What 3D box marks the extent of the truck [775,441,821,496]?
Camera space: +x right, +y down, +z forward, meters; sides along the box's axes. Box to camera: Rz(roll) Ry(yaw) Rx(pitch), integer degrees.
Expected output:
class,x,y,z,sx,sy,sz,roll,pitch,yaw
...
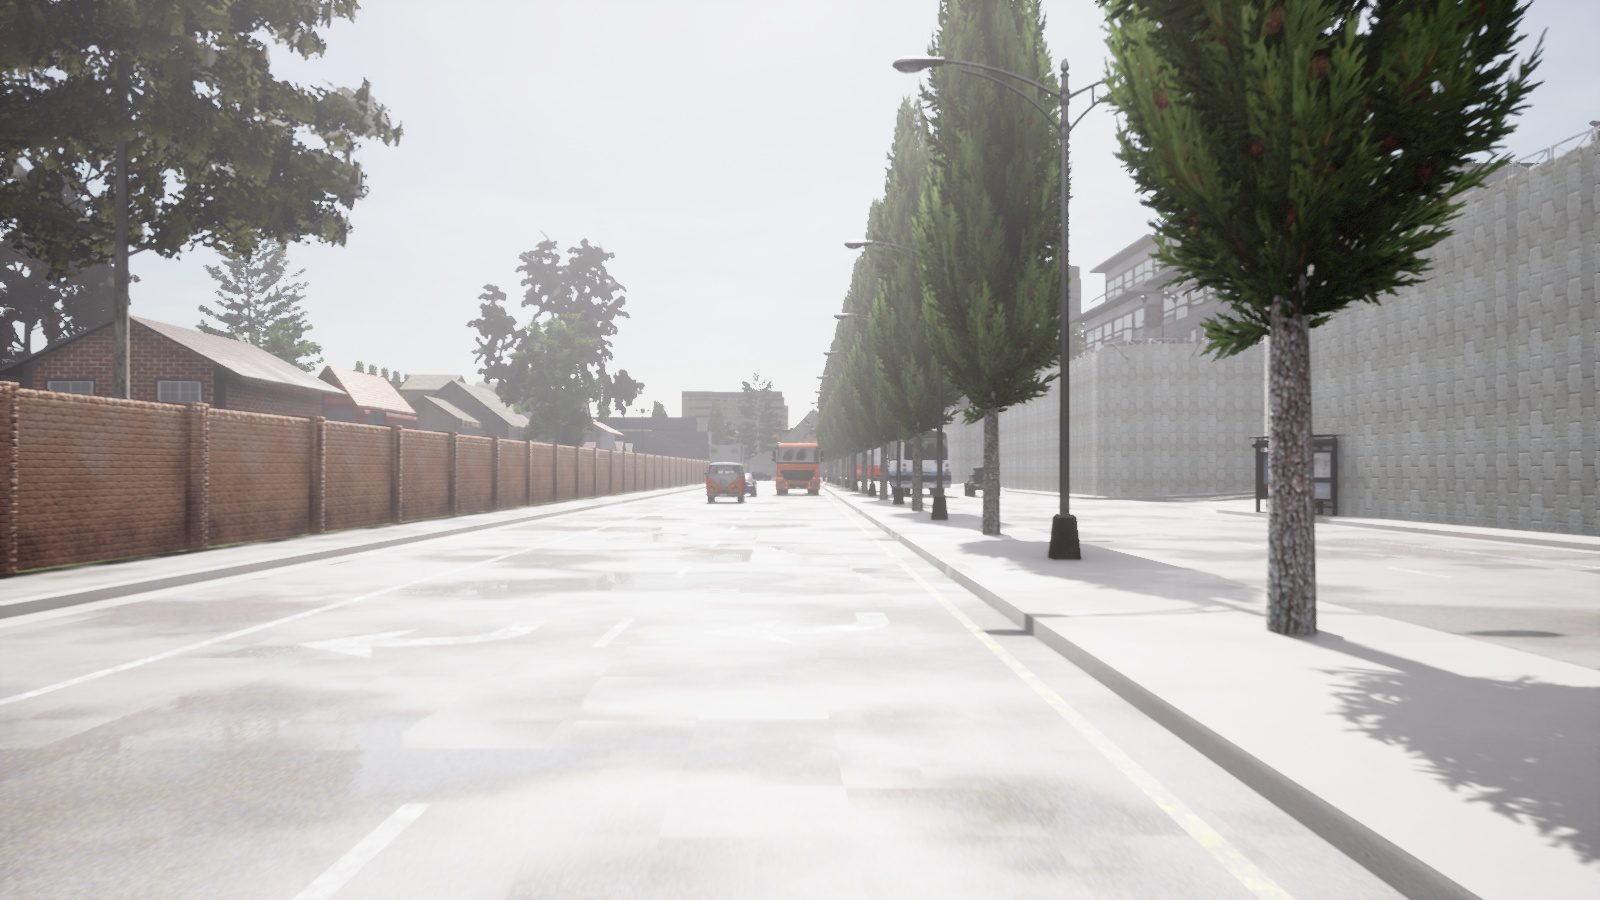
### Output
class,x,y,z,sx,sy,sz,roll,pitch,yaw
truck,-0.131,1.239,84.000,2.891,3.462,7.936,0,-1,0

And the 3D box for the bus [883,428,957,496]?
class,x,y,z,sx,sy,sz,roll,pitch,yaw
bus,7.867,0.816,84.192,3.944,4.253,10.273,0,-1,0

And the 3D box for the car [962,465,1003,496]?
class,x,y,z,sx,sy,sz,roll,pitch,yaw
car,11.384,1.880,78.549,1.905,1.878,3.866,0,-1,-1

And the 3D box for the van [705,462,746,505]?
class,x,y,z,sx,sy,sz,roll,pitch,yaw
van,-3.594,1.607,61.260,1.775,1.987,4.442,0,-1,0

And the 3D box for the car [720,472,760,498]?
class,x,y,z,sx,sy,sz,roll,pitch,yaw
car,-3.616,2.105,76.240,2.163,1.488,4.792,0,-1,0
